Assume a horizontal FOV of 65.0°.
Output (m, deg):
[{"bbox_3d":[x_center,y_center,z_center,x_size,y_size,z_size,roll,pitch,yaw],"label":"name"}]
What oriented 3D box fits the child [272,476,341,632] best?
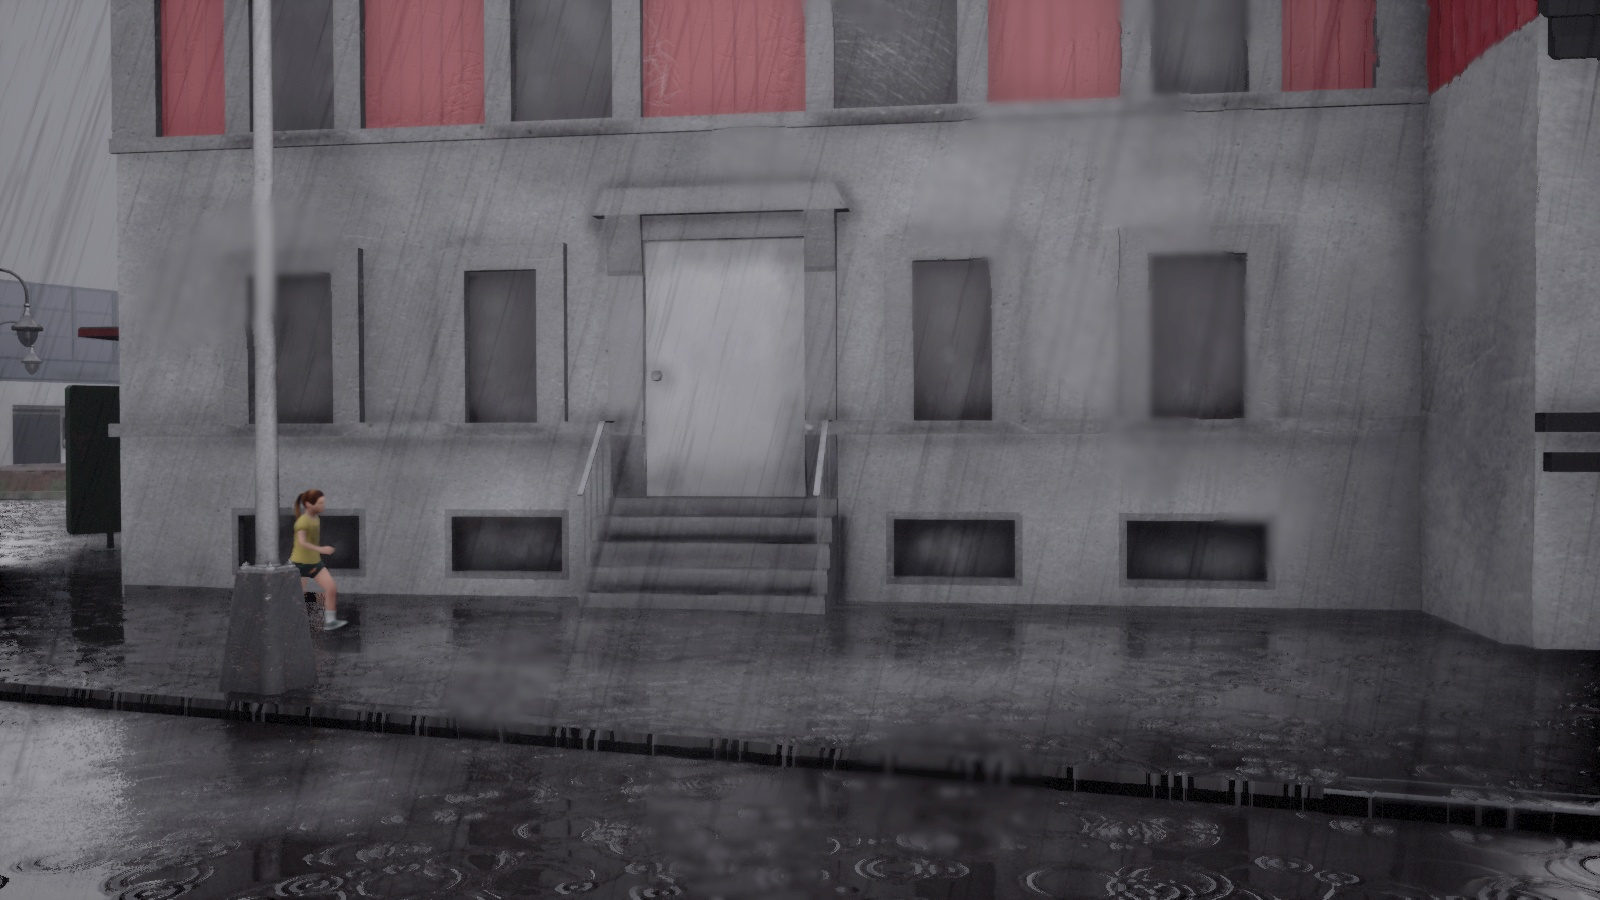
[{"bbox_3d":[-3.615,0.755,9.206,0.394,1.110,0.255,0,1,9],"label":"child"}]
